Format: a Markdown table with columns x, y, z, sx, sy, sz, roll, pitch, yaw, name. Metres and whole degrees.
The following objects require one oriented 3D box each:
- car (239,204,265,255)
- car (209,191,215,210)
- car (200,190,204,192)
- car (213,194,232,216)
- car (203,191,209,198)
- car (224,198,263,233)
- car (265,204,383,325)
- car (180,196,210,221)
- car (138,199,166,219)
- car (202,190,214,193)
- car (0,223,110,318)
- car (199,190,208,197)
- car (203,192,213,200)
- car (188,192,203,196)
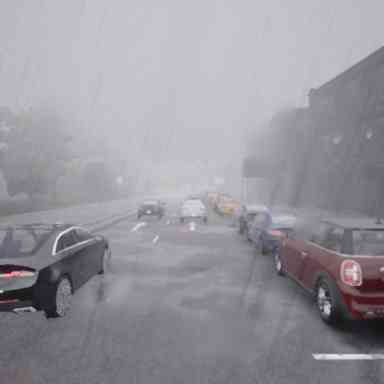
| x | y | z | sx | sy | sz | roll | pitch | yaw | name |
| --- | --- | --- | --- | --- | --- | --- | --- | --- | --- |
| 3.230 | 1.404 | 12.590 | 2.002 | 1.452 | 4.674 | 0 | 1 | 0 | car |
| 3.238 | 1.036 | 34.660 | 2.185 | 1.767 | 4.553 | 0 | 1 | 0 | car |
| 3.225 | 0.656 | 62.468 | 2.435 | 2.045 | 5.566 | 0 | 1 | 0 | car |
| 3.233 | 1.207 | 29.351 | 1.946 | 1.575 | 5.366 | 0 | 1 | 0 | car |
| 3.230 | 1.011 | 51.261 | 2.231 | 1.521 | 4.892 | 0 | 1 | 0 | car |
| 3.231 | 1.314 | 18.110 | 2.231 | 1.521 | 4.892 | 0 | 1 | 0 | car |
| 3.227 | 1.288 | 7.160 | 2.185 | 1.767 | 4.553 | 0 | 1 | 0 | car |
| 0.114 | 1.300 | 24.586 | 1.812 | 1.442 | 4.674 | 0 | 0 | 0 | car |
| -3.154 | 1.282 | 26.503 | 1.812 | 1.442 | 4.674 | 0 | 1 | 0 | car |
| 3.229 | 0.960 | 56.787 | 2.231 | 1.521 | 4.892 | 0 | 1 | 0 | car |
| -3.148 | 1.424 | 7.216 | 2.128 | 1.511 | 4.902 | 0 | 1 | 0 | car |
| 3.207 | 0.354 | 95.492 | 2.435 | 2.045 | 5.566 | 0 | 1 | 0 | car |
| 3.222 | 0.852 | 68.153 | 1.946 | 1.575 | 5.366 | 0 | 1 | 0 | car |
| 0.109 | 1.122 | 41.686 | 1.837 | 1.490 | 4.892 | 0 | 0 | 0 | car |
